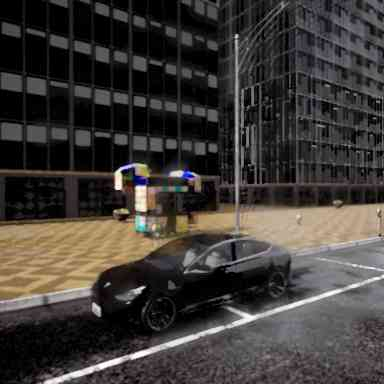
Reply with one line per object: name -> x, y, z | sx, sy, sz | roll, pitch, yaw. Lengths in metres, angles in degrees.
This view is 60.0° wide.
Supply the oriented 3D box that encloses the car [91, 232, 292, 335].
car -> 0.212, 1.547, 6.713 | 4.313, 1.339, 1.947 | 0, 0, -36
